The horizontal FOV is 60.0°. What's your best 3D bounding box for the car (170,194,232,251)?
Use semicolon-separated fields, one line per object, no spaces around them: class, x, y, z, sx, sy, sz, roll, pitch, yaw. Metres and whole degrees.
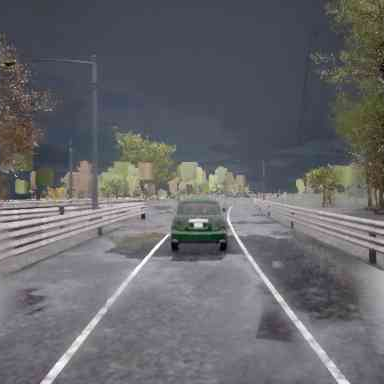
car;0.354;1.253;14.339;2.150;2.045;5.566;0;0;3
